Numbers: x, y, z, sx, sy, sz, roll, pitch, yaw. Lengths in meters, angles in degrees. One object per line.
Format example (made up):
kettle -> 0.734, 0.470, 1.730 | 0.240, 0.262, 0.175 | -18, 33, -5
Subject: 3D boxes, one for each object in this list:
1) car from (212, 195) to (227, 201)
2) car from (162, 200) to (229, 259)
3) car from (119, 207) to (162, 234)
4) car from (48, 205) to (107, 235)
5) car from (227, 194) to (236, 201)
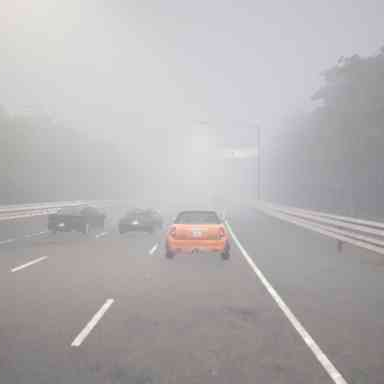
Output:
car -> 4.853, 1.406, 61.317 | 2.097, 1.767, 4.553 | 0, 0, 9
car -> 0.246, 1.373, 12.911 | 2.097, 1.767, 4.553 | 0, 0, 2
car -> -2.874, 1.587, 19.451 | 1.994, 1.385, 4.181 | 0, 0, 3
car -> -6.402, 1.492, 19.133 | 1.882, 1.535, 5.008 | 0, 0, 3
car -> 9.900, 1.651, 88.395 | 1.895, 1.301, 4.718 | 0, 0, 13
